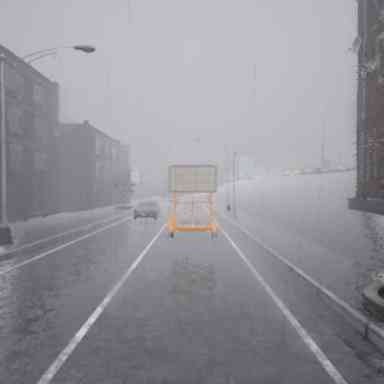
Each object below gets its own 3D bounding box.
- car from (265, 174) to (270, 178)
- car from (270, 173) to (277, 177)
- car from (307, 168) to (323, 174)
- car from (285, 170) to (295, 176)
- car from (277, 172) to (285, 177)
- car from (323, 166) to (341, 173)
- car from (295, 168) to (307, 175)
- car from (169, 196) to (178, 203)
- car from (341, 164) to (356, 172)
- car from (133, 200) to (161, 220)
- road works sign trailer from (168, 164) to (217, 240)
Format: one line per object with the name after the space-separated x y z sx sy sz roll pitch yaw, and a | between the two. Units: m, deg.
21.746 -4.264 88.252 2.231 1.521 4.892 0 1 -1 | car
21.874 -4.172 82.735 2.231 1.521 4.892 0 1 -1 | car
23.544 -3.685 60.460 2.163 1.488 4.792 0 1 -6 | car
22.458 -3.948 71.656 2.097 1.535 5.008 0 1 -4 | car
22.107 -4.023 77.193 2.002 1.452 4.674 0 1 -2 | car
24.246 -3.560 54.987 2.002 1.452 4.674 0 1 -7 | car
22.925 -3.958 66.151 2.185 1.767 4.553 0 1 -5 | car
-3.783 1.491 68.464 2.128 1.511 4.902 0 -1 -2 | car
25.050 -3.486 49.626 2.231 1.521 4.892 0 1 -9 | car
-3.592 1.431 27.081 1.837 1.490 4.892 0 0 0 | car
0.041 0.419 16.582 2.380 3.560 2.880 0 0 1 | road works sign trailer
